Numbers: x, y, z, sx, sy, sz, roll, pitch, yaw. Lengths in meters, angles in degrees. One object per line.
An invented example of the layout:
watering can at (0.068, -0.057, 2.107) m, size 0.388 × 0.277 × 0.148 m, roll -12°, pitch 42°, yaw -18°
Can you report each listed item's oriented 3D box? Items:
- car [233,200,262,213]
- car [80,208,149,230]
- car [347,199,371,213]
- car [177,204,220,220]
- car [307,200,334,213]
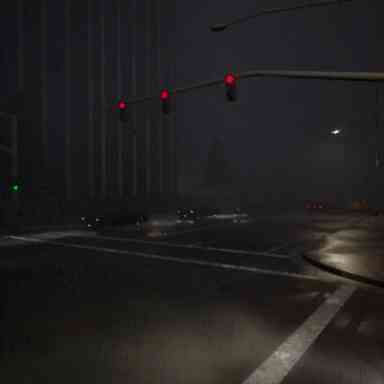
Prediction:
car at (6.574, 1.671, 38.977) m, size 2.128 × 1.511 × 4.902 m, roll -1°, pitch 0°, yaw 36°
car at (-5.179, 1.793, 22.703) m, size 1.895 × 1.301 × 4.718 m, roll -1°, pitch 0°, yaw 36°
car at (19.275, 1.529, 38.350) m, size 1.882 × 1.535 × 5.008 m, roll -1°, pitch 0°, yaw 36°
car at (0.666, 1.787, 30.812) m, size 1.895 × 1.301 × 4.718 m, roll -1°, pitch 0°, yaw 36°
car at (14.756, 1.641, 38.062) m, size 2.033 × 1.411 × 5.357 m, roll -1°, pitch 0°, yaw 36°
